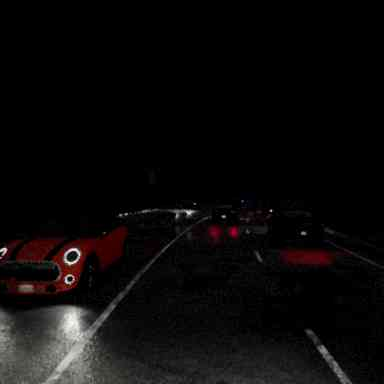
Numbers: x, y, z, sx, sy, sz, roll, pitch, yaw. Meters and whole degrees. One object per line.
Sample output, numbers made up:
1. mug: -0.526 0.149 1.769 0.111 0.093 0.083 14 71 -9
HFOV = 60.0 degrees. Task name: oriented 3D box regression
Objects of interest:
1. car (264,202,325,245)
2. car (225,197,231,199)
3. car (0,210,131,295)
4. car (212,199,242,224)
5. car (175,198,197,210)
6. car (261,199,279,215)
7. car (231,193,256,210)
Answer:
1. car: 4.694 1.477 15.568 1.882 1.535 5.008 0 0 7
2. car: 5.901 1.477 50.909 1.837 1.490 4.892 0 -1 21
3. car: -3.146 1.338 8.895 2.097 1.767 4.553 0 0 5
4. car: 2.568 1.512 24.962 1.812 1.442 4.674 0 0 10
5. car: -0.642 1.482 42.379 1.812 1.442 4.674 0 0 17
6. car: 7.967 1.502 33.369 1.837 1.490 4.892 0 0 14
7. car: 6.842 1.206 42.333 2.150 2.045 5.566 0 0 17
